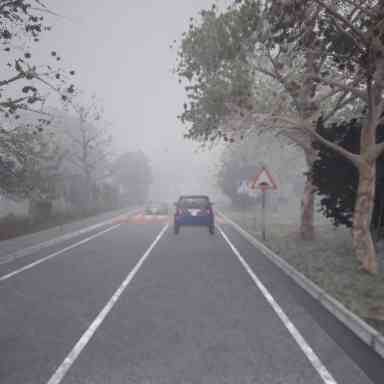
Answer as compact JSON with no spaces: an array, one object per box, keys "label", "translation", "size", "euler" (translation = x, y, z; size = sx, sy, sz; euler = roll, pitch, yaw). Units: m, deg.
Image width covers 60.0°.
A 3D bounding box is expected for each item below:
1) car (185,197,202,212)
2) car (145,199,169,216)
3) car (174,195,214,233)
[{"label":"car","translation":[0.169,1.322,37.452],"size":[1.837,1.490,4.892],"euler":[0,1,1]},{"label":"car","translation":[-3.211,1.381,30.869],"size":[2.128,1.511,4.902],"euler":[0,1,0]},{"label":"car","translation":[0.108,1.170,19.403],"size":[2.150,2.045,5.566],"euler":[0,0,0]}]
